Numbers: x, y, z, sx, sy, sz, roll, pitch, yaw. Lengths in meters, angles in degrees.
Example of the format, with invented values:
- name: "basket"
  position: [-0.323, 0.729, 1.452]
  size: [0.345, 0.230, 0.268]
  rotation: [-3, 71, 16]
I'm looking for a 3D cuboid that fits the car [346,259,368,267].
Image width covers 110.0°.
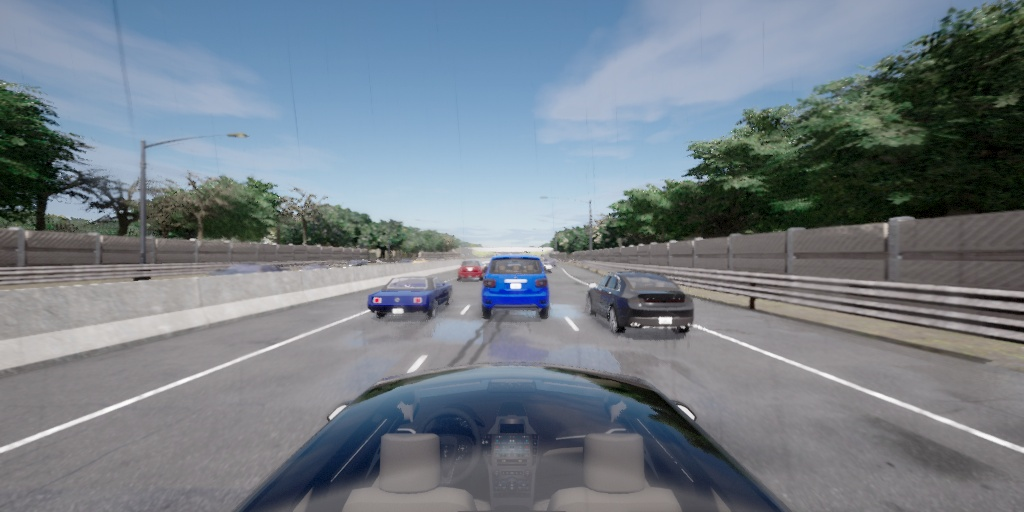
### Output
- name: "car"
  position: [-23.556, 1.271, 54.628]
  size: [2.128, 1.511, 4.902]
  rotation: [0, 0, -2]

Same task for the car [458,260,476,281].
- name: "car"
  position: [-3.307, 1.114, 30.643]
  size: [2.097, 1.767, 4.553]
  rotation: [0, 0, 0]

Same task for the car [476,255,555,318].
- name: "car"
  position: [0.117, 0.976, 13.187]
  size: [2.150, 2.045, 5.566]
  rotation: [0, 0, 0]

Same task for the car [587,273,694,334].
- name: "car"
  position: [3.508, 1.225, 10.596]
  size: [1.837, 1.490, 4.892]
  rotation: [0, 0, 0]

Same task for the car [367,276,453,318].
- name: "car"
  position: [-3.384, 1.355, 12.919]
  size: [1.895, 1.301, 4.718]
  rotation: [0, 0, 0]

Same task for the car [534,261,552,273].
- name: "car"
  position: [3.679, 1.347, 43.361]
  size: [1.895, 1.301, 4.718]
  rotation: [0, 0, 1]

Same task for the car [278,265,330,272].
- name: "car"
  position: [-14.034, 1.322, 25.362]
  size: [1.994, 1.385, 4.181]
  rotation: [0, 0, 0]

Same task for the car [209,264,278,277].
- name: "car"
  position: [-17.540, 1.305, 24.860]
  size: [2.033, 1.411, 5.357]
  rotation: [0, 0, 0]
